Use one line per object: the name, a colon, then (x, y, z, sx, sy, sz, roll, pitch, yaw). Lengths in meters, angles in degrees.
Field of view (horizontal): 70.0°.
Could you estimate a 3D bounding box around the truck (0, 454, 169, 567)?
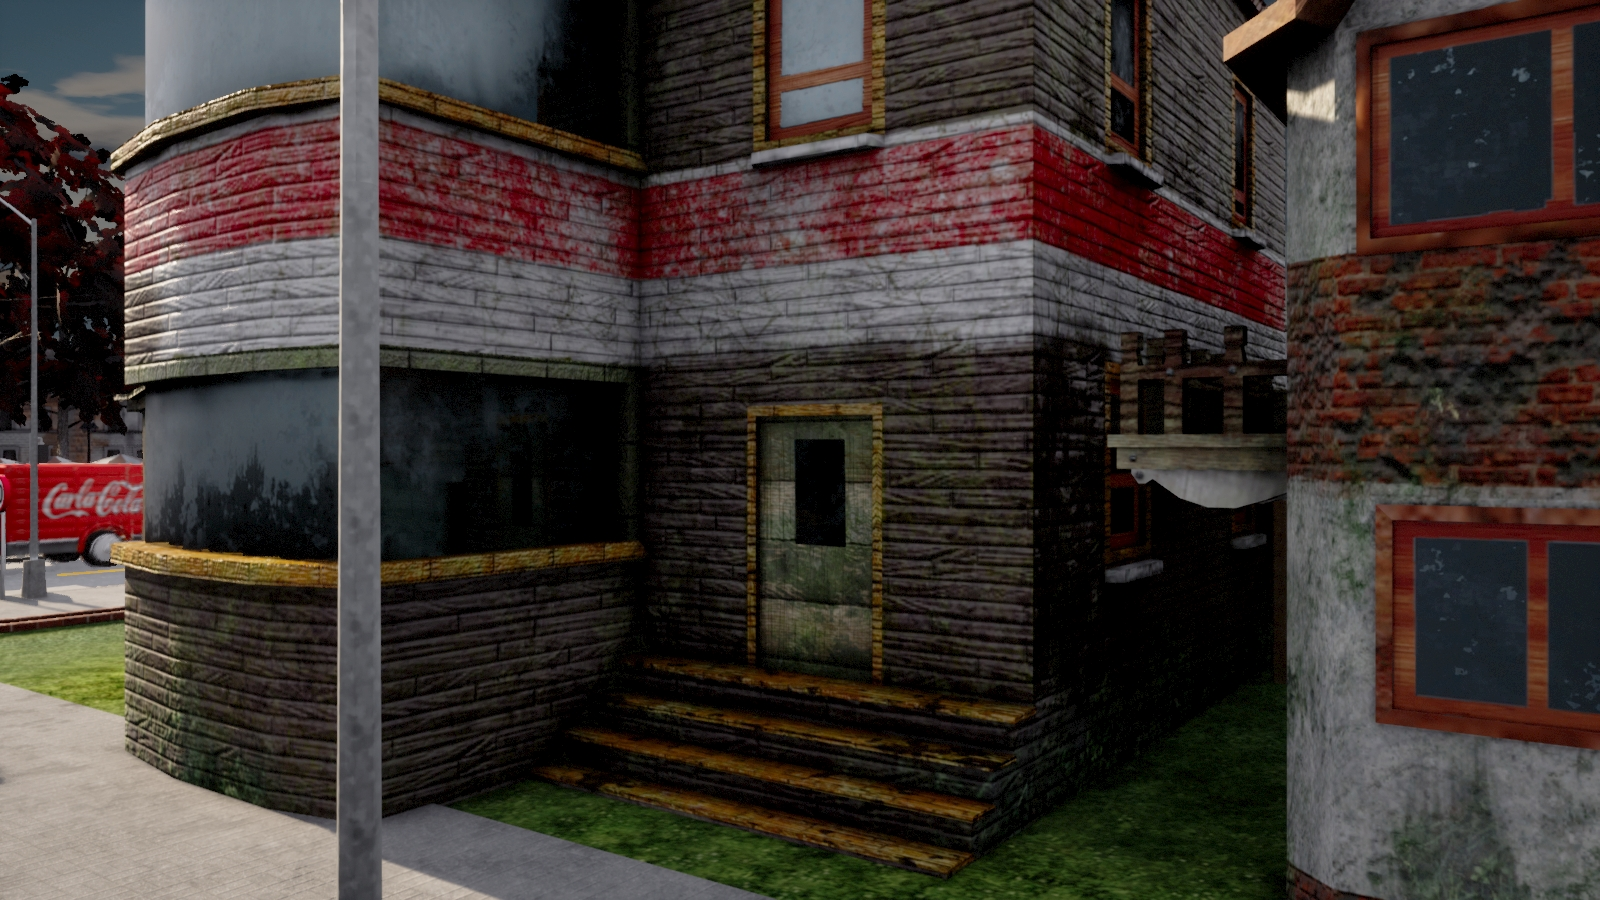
truck: (-18.089, 1.333, 26.722, 2.627, 2.467, 5.204, 0, 0, 35)
